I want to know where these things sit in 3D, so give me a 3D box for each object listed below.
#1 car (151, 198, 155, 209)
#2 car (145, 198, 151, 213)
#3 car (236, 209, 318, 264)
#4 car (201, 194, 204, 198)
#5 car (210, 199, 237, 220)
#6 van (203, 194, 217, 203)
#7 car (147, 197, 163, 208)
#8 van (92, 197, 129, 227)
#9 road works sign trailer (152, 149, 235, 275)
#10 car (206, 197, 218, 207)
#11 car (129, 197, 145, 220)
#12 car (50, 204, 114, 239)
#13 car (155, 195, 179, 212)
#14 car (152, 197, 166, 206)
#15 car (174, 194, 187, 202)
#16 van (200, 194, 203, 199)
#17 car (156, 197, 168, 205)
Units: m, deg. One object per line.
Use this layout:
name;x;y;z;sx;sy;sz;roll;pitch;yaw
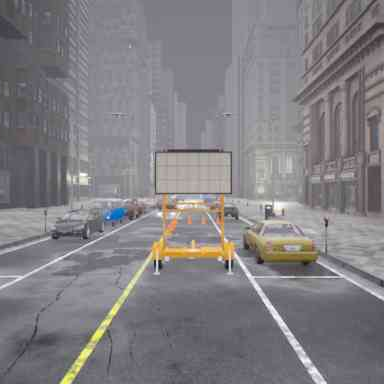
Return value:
car;-5.571;1.533;44.459;1.752;1.417;4.829;0;0;0
car;-5.618;1.550;33.578;1.887;1.381;4.507;0;0;0
car;2.823;1.527;11.594;1.752;1.417;4.829;0;0;0
car;3.057;1.557;61.148;1.887;1.381;4.507;0;0;0
car;2.900;1.555;27.999;2.008;1.369;4.403;0;0;0
van;3.006;1.350;50.099;1.690;1.788;3.998;0;0;0
car;-5.546;1.553;50.155;1.887;1.381;4.507;0;0;0
van;-5.665;1.345;22.528;1.690;1.788;3.998;0;0;0
road works sign trailer;0.047;0.466;10.474;2.380;3.560;2.880;0;0;0
car;2.952;1.589;39.048;1.802;1.307;4.206;0;0;0
car;-5.641;1.319;28.053;2.192;1.841;5.009;0;0;0
car;-5.690;1.553;17.002;2.008;1.369;4.403;0;0;0
car;-2.919;1.484;39.877;1.882;1.535;5.008;0;0;0
car;-5.522;1.555;55.680;1.887;1.381;4.507;0;0;0
car;-2.665;1.524;73.544;1.837;1.490;4.892;0;0;0
van;3.084;1.356;66.673;1.690;1.788;3.998;0;0;0
car;-5.498;1.557;61.205;1.887;1.381;4.507;0;0;0
